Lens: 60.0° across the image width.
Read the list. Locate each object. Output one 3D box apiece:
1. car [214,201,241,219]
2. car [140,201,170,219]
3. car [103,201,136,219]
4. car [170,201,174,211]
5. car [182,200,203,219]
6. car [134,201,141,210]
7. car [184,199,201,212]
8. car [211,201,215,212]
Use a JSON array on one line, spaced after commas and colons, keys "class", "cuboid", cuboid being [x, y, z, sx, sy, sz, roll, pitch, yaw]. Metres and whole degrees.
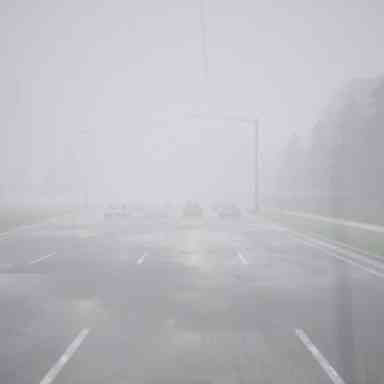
[{"class": "car", "cuboid": [3.534, 1.780, 32.116, 1.994, 1.385, 4.181, 0, 0, 0]}, {"class": "car", "cuboid": [-3.466, 1.741, 32.048, 1.812, 1.442, 4.674, 0, 0, 0]}, {"class": "car", "cuboid": [-6.970, 1.814, 31.697, 1.895, 1.301, 4.718, 0, 0, 0]}, {"class": "car", "cuboid": [-3.425, 1.904, 45.024, 1.895, 1.301, 4.718, 0, 0, 1]}, {"class": "car", "cuboid": [0.037, 1.706, 32.024, 2.128, 1.511, 4.902, 0, 0, 0]}, {"class": "car", "cuboid": [-6.942, 1.841, 43.603, 2.033, 1.411, 5.357, 0, 0, 0]}, {"class": "car", "cuboid": [0.082, 1.798, 45.626, 2.128, 1.511, 4.902, 0, 0, 1]}, {"class": "car", "cuboid": [3.558, 1.841, 43.582, 2.033, 1.411, 5.357, 0, 0, 1]}]
